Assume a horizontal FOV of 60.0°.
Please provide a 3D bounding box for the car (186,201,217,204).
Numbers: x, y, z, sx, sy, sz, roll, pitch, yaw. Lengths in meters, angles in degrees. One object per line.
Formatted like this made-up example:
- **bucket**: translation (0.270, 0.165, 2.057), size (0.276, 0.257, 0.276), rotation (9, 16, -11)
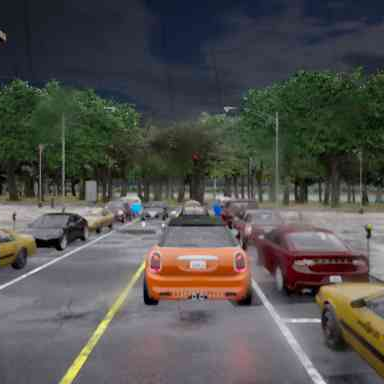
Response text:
- **car**: translation (0.138, 1.495, 18.390), size (2.128, 1.511, 4.902), rotation (0, 0, 0)

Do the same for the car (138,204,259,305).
- **car**: translation (0.117, 1.353, 8.225), size (2.097, 1.767, 4.553), rotation (0, 0, 0)

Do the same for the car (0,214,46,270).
- **car**: translation (-5.746, 1.527, 8.499), size (1.752, 1.417, 4.829), rotation (0, 0, 0)

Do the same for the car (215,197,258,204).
- **car**: translation (2.803, 1.319, 19.526), size (2.192, 1.841, 5.009), rotation (0, 0, 0)

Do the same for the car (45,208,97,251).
- **car**: translation (-5.734, 1.568, 14.107), size (1.947, 1.339, 4.313), rotation (0, 0, 0)

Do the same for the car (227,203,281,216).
- **car**: translation (2.791, 1.442, 14.088), size (1.967, 1.590, 4.097), rotation (0, 0, 0)

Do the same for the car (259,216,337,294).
- **car**: translation (2.780, 1.546, 8.650), size (1.887, 1.381, 4.507), rotation (0, 0, 0)

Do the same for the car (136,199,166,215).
- **car**: translation (-2.944, 1.501, 27.377), size (2.128, 1.511, 4.902), rotation (0, 0, 0)

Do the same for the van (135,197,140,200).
- **van**: translation (-5.698, 1.350, 30.420), size (1.690, 1.788, 3.998), rotation (0, 0, 0)

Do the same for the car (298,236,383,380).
- **car**: translation (2.768, 1.526, 3.382), size (1.752, 1.417, 4.829), rotation (0, 0, 0)

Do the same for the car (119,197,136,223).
- **car**: translation (-5.710, 1.446, 24.982), size (1.967, 1.590, 4.097), rotation (0, 0, 0)

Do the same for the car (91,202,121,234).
- **car**: translation (-5.722, 1.530, 19.375), size (1.752, 1.417, 4.829), rotation (0, 0, 0)
